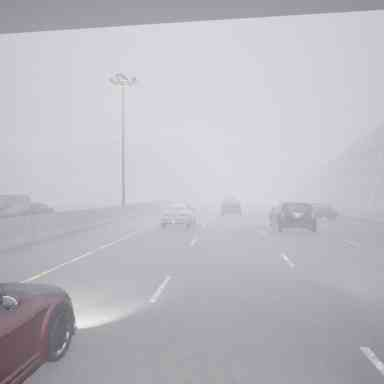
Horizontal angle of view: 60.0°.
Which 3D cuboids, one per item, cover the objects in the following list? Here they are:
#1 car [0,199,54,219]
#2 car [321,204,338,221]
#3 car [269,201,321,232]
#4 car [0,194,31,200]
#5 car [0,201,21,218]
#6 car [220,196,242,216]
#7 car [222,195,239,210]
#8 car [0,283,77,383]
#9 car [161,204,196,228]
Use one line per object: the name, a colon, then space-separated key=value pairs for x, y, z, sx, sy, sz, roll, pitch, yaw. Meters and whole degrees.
car: x=-11.496 y=1.477 z=23.087 sx=1.882 sy=1.535 sz=5.008 roll=0 pitch=0 yaw=6
car: x=10.281 y=1.601 z=27.322 sx=1.895 sy=1.301 sz=4.718 roll=0 pitch=0 yaw=6
car: x=5.998 y=1.352 z=20.224 sx=2.097 sy=1.767 sz=4.553 roll=0 pitch=0 yaw=6
car: x=-14.703 y=1.221 z=25.998 sx=2.150 sy=2.045 sz=5.566 roll=0 pitch=0 yaw=6
car: x=-17.829 y=1.547 z=29.664 sx=2.033 sy=1.411 sz=5.357 roll=0 pitch=0 yaw=6
car: x=3.762 y=1.478 z=32.157 sx=1.882 sy=1.535 sz=5.008 roll=0 pitch=0 yaw=6
car: x=4.912 y=1.352 z=42.868 sx=2.097 sy=1.767 sz=4.553 roll=0 pitch=0 yaw=6
car: x=-2.857 y=1.564 z=3.310 sx=1.994 sy=1.385 sz=4.181 roll=0 pitch=0 yaw=6
car: x=-0.837 y=1.525 z=22.170 sx=1.812 sy=1.442 sz=4.674 roll=0 pitch=0 yaw=6
